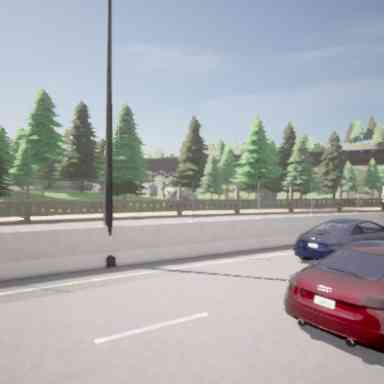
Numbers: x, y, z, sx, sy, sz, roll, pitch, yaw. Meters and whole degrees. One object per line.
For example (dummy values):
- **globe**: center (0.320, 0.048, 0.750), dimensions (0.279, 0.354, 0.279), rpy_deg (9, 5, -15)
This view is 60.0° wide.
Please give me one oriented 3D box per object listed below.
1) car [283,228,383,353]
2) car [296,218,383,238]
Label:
- **car**: center (3.617, 1.569, 5.893), dimensions (4.181, 1.385, 1.994), rpy_deg (0, 0, -32)
- **car**: center (5.362, 1.573, 10.951), dimensions (4.181, 1.385, 1.994), rpy_deg (0, 0, -30)
